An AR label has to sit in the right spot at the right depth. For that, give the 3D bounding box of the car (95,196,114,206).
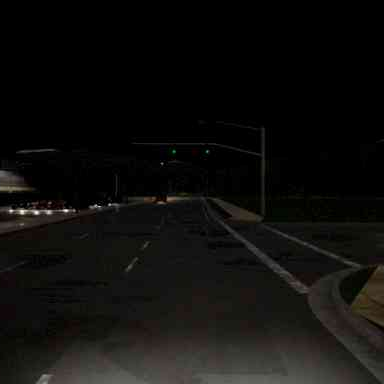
[{"bbox_3d":[-15.002,1.553,54.759,2.033,1.411,5.357,0,0,1],"label":"car"}]

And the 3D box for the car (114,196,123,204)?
[{"bbox_3d":[-14.787,1.511,64.935,1.837,1.490,4.892,0,0,1],"label":"car"}]

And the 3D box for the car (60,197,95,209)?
[{"bbox_3d":[-15.260,1.552,44.702,2.033,1.411,5.357,0,0,2],"label":"car"}]

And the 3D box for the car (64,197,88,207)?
[{"bbox_3d":[-18.531,1.553,53.416,2.033,1.411,5.357,0,0,1],"label":"car"}]

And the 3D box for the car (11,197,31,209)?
[{"bbox_3d":[-22.254,1.509,44.622,1.837,1.490,4.892,0,0,2],"label":"car"}]

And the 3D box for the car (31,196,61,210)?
[{"bbox_3d":[-18.779,1.356,44.007,2.097,1.767,4.553,0,0,2],"label":"car"}]

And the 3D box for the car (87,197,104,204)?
[{"bbox_3d":[-18.321,1.607,63.370,1.895,1.301,4.718,0,0,1],"label":"car"}]

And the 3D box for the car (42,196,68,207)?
[{"bbox_3d":[-22.025,1.497,53.746,2.128,1.511,4.902,0,0,1],"label":"car"}]

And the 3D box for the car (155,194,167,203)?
[{"bbox_3d":[-6.615,1.361,71.531,2.097,1.767,4.553,0,0,1],"label":"car"}]

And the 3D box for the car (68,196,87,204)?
[{"bbox_3d":[-21.819,1.570,63.503,1.994,1.385,4.181,0,0,1],"label":"car"}]
